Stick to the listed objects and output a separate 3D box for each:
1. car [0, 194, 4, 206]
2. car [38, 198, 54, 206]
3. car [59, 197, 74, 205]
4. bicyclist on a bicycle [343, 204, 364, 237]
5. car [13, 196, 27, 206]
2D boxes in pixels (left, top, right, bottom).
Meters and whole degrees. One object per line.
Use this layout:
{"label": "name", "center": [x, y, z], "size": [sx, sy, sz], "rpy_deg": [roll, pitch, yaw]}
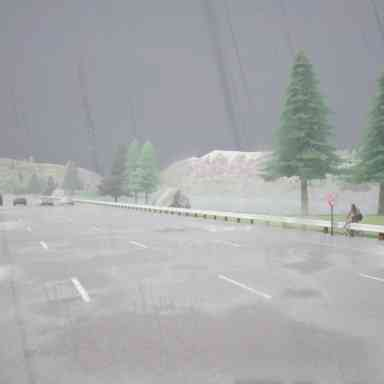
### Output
{"label": "car", "center": [-31.963, 1.221, 54.187], "size": [2.150, 2.045, 5.566], "rpy_deg": [0, 0, -31]}
{"label": "car", "center": [-23.995, 1.601, 54.471], "size": [1.895, 1.301, 4.718], "rpy_deg": [0, 0, -31]}
{"label": "car", "center": [-21.620, 1.526, 57.325], "size": [1.812, 1.442, 4.674], "rpy_deg": [0, 0, -30]}
{"label": "bicyclist on a bicycle", "center": [8.105, 1.431, 16.593], "size": [1.656, 1.620, 0.582], "rpy_deg": [5, -2, -30]}
{"label": "car", "center": [-29.313, 1.492, 56.578], "size": [2.128, 1.511, 4.902], "rpy_deg": [0, 0, -31]}
